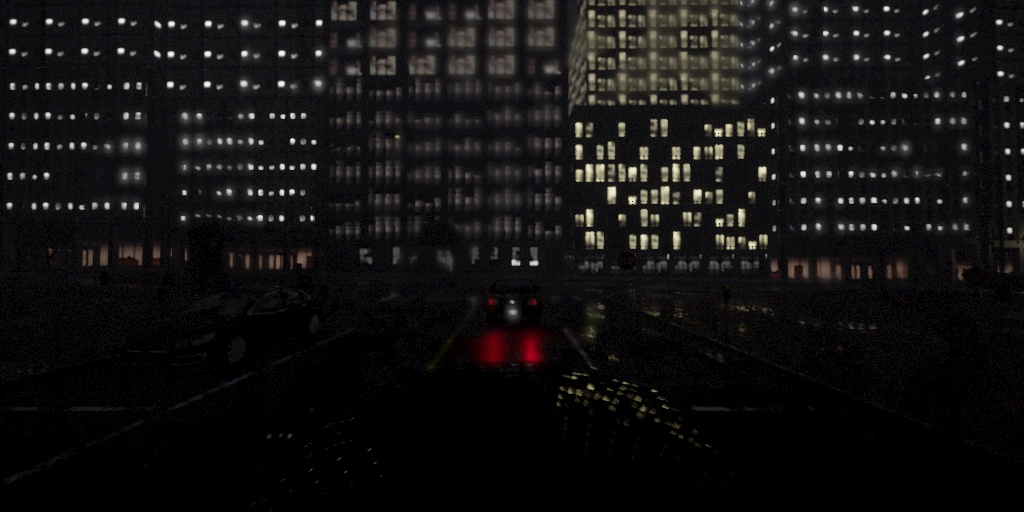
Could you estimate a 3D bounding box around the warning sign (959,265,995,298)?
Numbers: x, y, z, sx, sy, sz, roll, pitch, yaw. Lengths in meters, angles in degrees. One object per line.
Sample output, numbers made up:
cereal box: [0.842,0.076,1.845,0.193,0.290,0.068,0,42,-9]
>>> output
warning sign: [26.596,1.419,20.531,1.060,1.860,1.300,0,0,1]

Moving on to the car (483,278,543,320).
car: [0.141,1.456,13.173,1.895,1.301,4.718,0,-1,3]

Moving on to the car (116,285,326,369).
car: [-5.819,1.357,7.866,2.007,1.370,4.403,0,0,0]

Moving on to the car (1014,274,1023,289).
car: [46.089,2.022,29.679,5.566,2.045,2.150,1,-1,1]

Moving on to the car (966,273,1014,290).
car: [44.900,2.334,32.953,4.902,1.511,2.128,1,-1,1]
